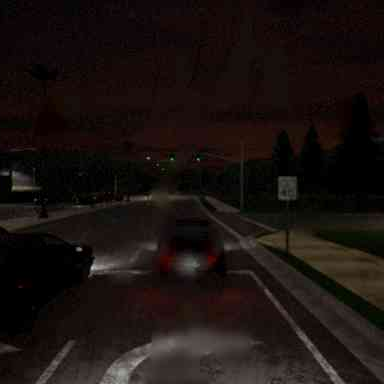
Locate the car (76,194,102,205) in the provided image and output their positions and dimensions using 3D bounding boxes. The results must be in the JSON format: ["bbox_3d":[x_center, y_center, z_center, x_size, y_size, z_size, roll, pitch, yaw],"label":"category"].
[{"bbox_3d":[-16.224,1.416,52.524,1.994,1.385,4.181,0,0,1],"label":"car"}]

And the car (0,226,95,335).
[{"bbox_3d":[-3.517,1.530,6.603,2.033,1.411,5.357,0,0,-1],"label":"car"}]

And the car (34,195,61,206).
[{"bbox_3d":[-23.209,1.209,52.883,2.097,1.767,4.553,0,0,1],"label":"car"}]

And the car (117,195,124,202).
[{"bbox_3d":[-16.120,1.317,72.176,2.128,1.511,4.902,0,0,0],"label":"car"}]

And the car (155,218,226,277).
[{"bbox_3d":[-0.047,1.495,9.991,1.812,1.442,4.674,0,0,0],"label":"car"}]

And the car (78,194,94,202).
[{"bbox_3d":[-23.119,1.274,72.503,1.882,1.535,5.008,0,0,0],"label":"car"}]

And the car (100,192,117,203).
[{"bbox_3d":[-16.142,1.045,61.823,2.150,2.045,5.566,0,0,0],"label":"car"}]

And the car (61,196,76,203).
[{"bbox_3d":[-23.141,1.375,62.337,2.033,1.411,5.357,0,0,0],"label":"car"}]
